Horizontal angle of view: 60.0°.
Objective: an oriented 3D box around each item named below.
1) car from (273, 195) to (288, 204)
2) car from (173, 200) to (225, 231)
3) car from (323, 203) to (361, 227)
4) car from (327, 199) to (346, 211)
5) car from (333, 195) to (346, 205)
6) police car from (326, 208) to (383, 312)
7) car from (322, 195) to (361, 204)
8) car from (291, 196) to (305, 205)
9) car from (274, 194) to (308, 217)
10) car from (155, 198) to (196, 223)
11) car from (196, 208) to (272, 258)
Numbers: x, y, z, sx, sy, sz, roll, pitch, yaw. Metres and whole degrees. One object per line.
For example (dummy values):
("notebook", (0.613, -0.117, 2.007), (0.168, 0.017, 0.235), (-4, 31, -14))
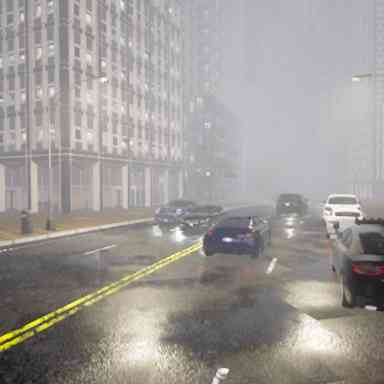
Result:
("car", (16.216, 1.331, 60.848), (1.882, 1.535, 5.008), (0, 0, 23))
("car", (0.875, 1.458, 19.818), (1.837, 1.490, 4.892), (0, 0, 22))
("car", (7.694, 1.500, 16.658), (1.812, 1.442, 4.674), (0, 0, 22))
("car", (17.982, 1.527, 41.226), (1.895, 1.301, 4.718), (0, 0, 27))
("car", (25.050, 1.361, 56.710), (1.882, 1.535, 5.008), (0, 0, 22))
("police car", (4.311, 1.413, 7.628), (1.930, 1.638, 5.238), (0, 0, 19))
("car", (9.943, 1.189, 22.094), (2.150, 2.045, 5.566), (0, 0, 23))
("car", (18.710, 1.391, 58.440), (1.812, 1.442, 4.674), (0, 0, 23))
("car", (9.186, 1.159, 30.358), (2.150, 2.045, 5.566), (0, 0, 25))
("car", (-0.868, 1.288, 24.127), (2.097, 1.767, 4.553), (0, 0, 23))
("car", (1.876, 1.537, 12.799), (1.994, 1.385, 4.181), (0, 0, 20))
